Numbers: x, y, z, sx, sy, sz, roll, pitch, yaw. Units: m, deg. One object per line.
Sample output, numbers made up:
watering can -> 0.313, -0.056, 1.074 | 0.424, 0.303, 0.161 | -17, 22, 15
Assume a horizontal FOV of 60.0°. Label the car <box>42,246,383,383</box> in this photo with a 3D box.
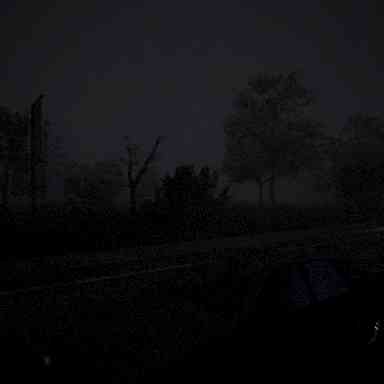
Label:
car -> 0.930, 1.547, 4.656 | 5.357, 1.411, 2.033 | 0, 0, -36
